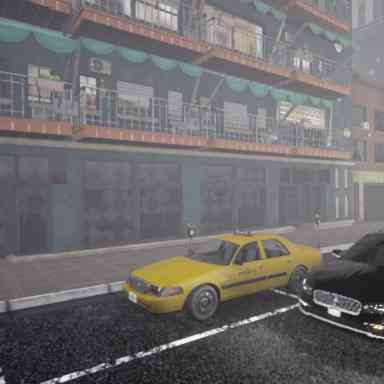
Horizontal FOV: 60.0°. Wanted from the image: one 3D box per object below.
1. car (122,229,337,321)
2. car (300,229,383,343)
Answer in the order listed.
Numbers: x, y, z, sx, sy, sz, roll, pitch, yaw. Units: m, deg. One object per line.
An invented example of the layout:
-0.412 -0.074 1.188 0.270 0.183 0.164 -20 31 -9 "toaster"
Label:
0.921 1.524 7.228 4.829 1.417 1.752 0 -1 -35 "car"
4.052 1.503 6.267 4.892 1.490 1.837 0 0 -36 "car"
